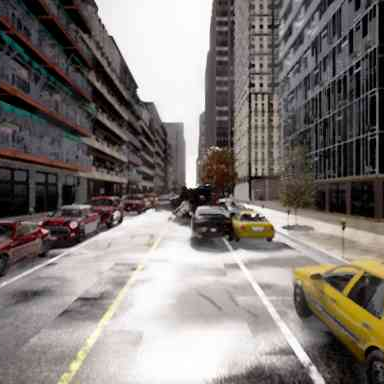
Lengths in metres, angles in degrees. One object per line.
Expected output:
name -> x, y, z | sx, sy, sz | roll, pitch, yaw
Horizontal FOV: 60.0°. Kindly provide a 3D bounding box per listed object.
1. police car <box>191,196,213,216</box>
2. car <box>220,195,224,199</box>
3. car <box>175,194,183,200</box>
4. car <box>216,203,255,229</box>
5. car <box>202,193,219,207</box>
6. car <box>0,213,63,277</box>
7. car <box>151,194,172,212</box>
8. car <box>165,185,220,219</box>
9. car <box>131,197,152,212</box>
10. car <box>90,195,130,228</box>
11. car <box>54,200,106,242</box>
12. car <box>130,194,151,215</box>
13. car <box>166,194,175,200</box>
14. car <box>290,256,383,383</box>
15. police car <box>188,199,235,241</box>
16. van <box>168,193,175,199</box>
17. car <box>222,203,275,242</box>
police car -> 0.878, 1.294, 32.328 | 1.930, 1.638, 5.238 | 0, 0, 0
car -> 2.677, 1.328, 27.018 | 1.967, 1.590, 4.097 | 0, 0, 0
car -> -3.052, 1.105, 78.742 | 1.895, 1.301, 4.718 | 0, 0, 0
car -> 2.680, 1.475, 21.355 | 1.947, 1.339, 4.313 | 0, 0, 0
car -> 2.661, 1.135, 49.670 | 2.192, 1.841, 5.009 | 0, 0, 0
car -> -5.693, 1.535, 10.024 | 1.802, 1.307, 4.206 | 0, 0, 0
car -> -3.120, 1.330, 37.440 | 1.882, 1.535, 5.008 | 0, 0, 0
car -> -0.122, 1.095, 26.264 | 2.150, 2.045, 5.566 | 0, -18, -19
car -> -5.711, 1.376, 38.170 | 1.752, 1.417, 4.829 | 0, 0, 0
car -> -5.698, 1.224, 21.349 | 2.192, 1.841, 5.009 | 0, 0, 0
car -> -5.696, 1.370, 15.686 | 1.967, 1.590, 4.097 | 0, 0, 0
car -> -5.706, 1.183, 32.675 | 2.192, 1.841, 5.009 | 0, 0, 0
car -> -5.747, 1.337, 89.308 | 1.947, 1.339, 4.313 | 0, 0, 0
car -> 2.692, 1.503, 4.536 | 1.752, 1.417, 4.829 | 0, 0, 0
police car -> 0.888, 1.354, 16.328 | 1.930, 1.638, 5.238 | 0, 0, 0
van -> -5.750, 1.112, 94.973 | 1.690, 1.788, 3.998 | 0, 0, 0
car -> 2.684, 1.455, 15.861 | 1.752, 1.417, 4.829 | 0, 0, 0
